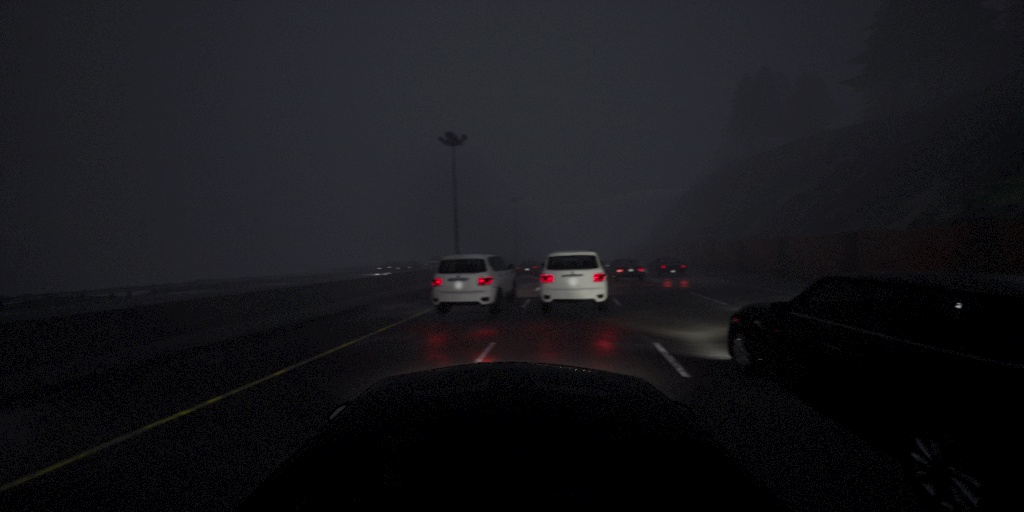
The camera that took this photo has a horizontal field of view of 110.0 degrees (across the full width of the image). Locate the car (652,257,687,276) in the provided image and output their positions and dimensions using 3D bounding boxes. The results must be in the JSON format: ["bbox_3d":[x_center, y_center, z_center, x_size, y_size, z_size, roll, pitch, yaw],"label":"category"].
[{"bbox_3d":[11.531,0.749,27.112,1.895,1.301,4.718,-2,0,9],"label":"car"}]

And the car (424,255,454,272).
[{"bbox_3d":[-9.921,0.997,49.063,2.150,2.045,5.566,-2,0,10],"label":"car"}]

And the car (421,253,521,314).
[{"bbox_3d":[-1.230,0.931,13.770,2.150,2.045,5.566,-2,0,9],"label":"car"}]

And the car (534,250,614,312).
[{"bbox_3d":[2.268,0.805,13.495,2.150,2.045,5.566,-2,0,9],"label":"car"}]

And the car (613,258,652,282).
[{"bbox_3d":[7.466,0.867,23.830,2.033,1.411,5.357,-2,0,9],"label":"car"}]

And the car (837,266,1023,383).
[{"bbox_3d":[8.166,0.985,6.047,1.994,1.385,4.181,-2,0,9],"label":"car"}]

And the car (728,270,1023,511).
[{"bbox_3d":[4.270,0.930,3.933,2.097,1.767,4.553,-2,0,9],"label":"car"}]

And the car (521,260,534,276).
[{"bbox_3d":[1.543,1.048,31.138,1.994,1.385,4.181,-2,0,9],"label":"car"}]

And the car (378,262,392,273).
[{"bbox_3d":[-16.833,1.526,50.088,1.837,1.490,4.892,-2,0,10],"label":"car"}]

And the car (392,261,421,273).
[{"bbox_3d":[-13.635,1.395,48.017,1.882,1.535,5.008,-2,0,10],"label":"car"}]

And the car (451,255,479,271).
[{"bbox_3d":[-6.369,0.868,49.093,2.150,2.045,5.566,-2,0,9],"label":"car"}]
